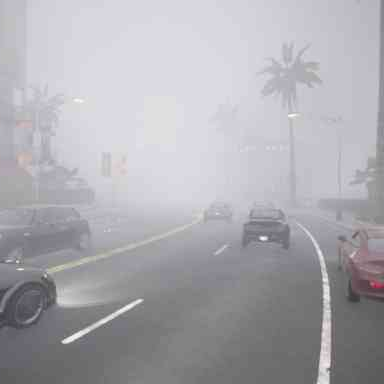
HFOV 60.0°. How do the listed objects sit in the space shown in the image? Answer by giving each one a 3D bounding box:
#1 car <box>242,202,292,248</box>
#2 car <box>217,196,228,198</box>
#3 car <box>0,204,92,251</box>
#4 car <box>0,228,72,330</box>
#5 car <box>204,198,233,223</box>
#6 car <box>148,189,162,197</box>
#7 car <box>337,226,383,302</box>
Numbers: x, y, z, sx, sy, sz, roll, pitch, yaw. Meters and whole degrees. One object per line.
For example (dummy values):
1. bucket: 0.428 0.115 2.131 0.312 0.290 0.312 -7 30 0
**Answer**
1. car: 3.336 1.445 14.691 1.837 1.490 4.892 1 1 16
2. car: 4.247 1.314 47.338 1.994 1.385 4.181 0 0 -16
3. car: -5.388 1.239 10.864 2.097 1.767 4.553 1 0 21
4. car: -4.032 1.500 4.619 1.994 1.385 4.181 1 0 25
5. car: 2.021 1.432 24.680 1.994 1.385 4.181 1 0 9
6. car: -9.438 0.614 92.738 4.553 1.767 2.185 1 0 38
7. car: 4.480 1.516 7.711 1.812 1.442 4.674 1 0 21
